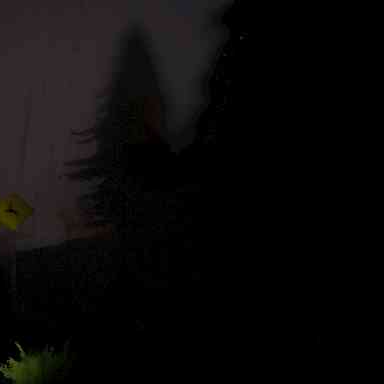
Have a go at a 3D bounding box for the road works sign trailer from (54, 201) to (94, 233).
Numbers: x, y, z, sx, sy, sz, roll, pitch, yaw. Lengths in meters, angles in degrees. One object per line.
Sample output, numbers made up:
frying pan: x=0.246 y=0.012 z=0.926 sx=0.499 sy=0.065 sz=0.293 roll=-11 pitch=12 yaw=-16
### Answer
road works sign trailer: x=-11.685 y=2.231 z=34.514 sx=3.560 sy=2.380 sz=2.880 roll=-24 pitch=10 yaw=31

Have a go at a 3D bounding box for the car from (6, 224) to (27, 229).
car: x=-33.829 y=6.905 z=64.087 sx=5.566 sy=2.045 sz=2.150 roll=-6 pitch=-4 yaw=42
